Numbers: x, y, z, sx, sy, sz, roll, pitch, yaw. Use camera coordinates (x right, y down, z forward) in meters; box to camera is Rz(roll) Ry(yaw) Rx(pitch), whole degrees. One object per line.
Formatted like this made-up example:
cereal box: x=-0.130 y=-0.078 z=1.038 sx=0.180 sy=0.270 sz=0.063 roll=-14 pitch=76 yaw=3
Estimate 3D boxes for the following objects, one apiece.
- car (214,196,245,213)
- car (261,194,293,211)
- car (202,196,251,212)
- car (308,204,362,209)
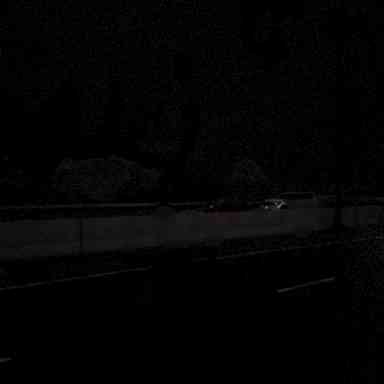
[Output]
car: x=3.167 y=1.270 z=30.679 sx=4.674 sy=1.442 sz=1.812 roll=0 pitch=0 yaw=-29
car: x=8.848 y=1.014 z=29.830 sx=5.566 sy=2.045 sz=2.150 roll=1 pitch=0 yaw=-28
car: x=3.626 y=1.216 z=34.943 sx=4.892 sy=1.490 sz=1.837 roll=0 pitch=0 yaw=-29
car: x=11.983 y=1.357 z=27.529 sx=4.892 sy=1.490 sz=1.837 roll=0 pitch=0 yaw=-28
